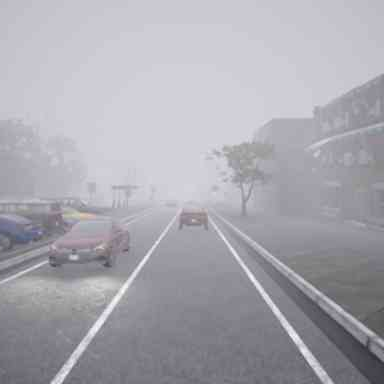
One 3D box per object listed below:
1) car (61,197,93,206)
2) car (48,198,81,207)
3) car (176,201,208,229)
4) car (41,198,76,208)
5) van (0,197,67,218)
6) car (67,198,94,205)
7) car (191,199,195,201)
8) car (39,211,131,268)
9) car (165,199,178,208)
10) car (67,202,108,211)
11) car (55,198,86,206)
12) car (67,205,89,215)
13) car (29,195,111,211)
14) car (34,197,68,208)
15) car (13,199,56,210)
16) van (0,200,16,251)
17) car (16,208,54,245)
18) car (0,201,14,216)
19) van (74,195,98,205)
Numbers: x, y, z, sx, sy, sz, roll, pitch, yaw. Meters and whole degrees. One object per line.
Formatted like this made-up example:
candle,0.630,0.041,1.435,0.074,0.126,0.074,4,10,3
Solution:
car,-21.917,1.821,63.410,5.366,1.575,1.946,0,0,0
car,-22.090,1.798,57.860,4.892,1.521,2.231,0,0,0
car,0.104,1.637,23.140,1.882,1.535,5.008,0,0,0
car,-22.099,1.784,55.085,5.008,1.535,2.097,0,0,0
van,-9.087,1.397,17.030,4.442,1.987,1.878,0,0,0
car,-22.135,1.867,66.186,4.792,1.488,2.163,0,0,0
car,0.109,1.691,41.252,1.801,1.575,5.366,0,0,0
car,-3.346,1.617,11.757,1.812,1.442,4.674,0,0,0
car,-3.294,1.779,54.586,2.033,1.411,5.357,0,0,1
car,-8.791,1.643,22.635,5.366,1.575,1.946,0,0,0
car,-22.129,1.840,60.635,4.792,1.488,2.163,0,0,0
car,-8.976,1.674,19.832,4.674,1.452,2.002,0,0,0
car,-8.951,1.406,25.440,5.566,2.045,2.435,0,0,0
car,-22.122,1.646,52.310,4.553,1.767,2.185,0,0,0
car,-22.079,1.747,46.759,5.008,1.535,2.097,0,0,0
van,-8.847,1.373,11.420,4.442,1.987,1.878,0,0,0
car,-8.962,1.611,14.226,5.008,1.535,2.097,0,0,0
car,-22.042,1.730,35.656,4.792,1.488,2.163,0,0,0
van,-21.992,1.625,68.961,4.442,1.987,1.878,0,0,0
